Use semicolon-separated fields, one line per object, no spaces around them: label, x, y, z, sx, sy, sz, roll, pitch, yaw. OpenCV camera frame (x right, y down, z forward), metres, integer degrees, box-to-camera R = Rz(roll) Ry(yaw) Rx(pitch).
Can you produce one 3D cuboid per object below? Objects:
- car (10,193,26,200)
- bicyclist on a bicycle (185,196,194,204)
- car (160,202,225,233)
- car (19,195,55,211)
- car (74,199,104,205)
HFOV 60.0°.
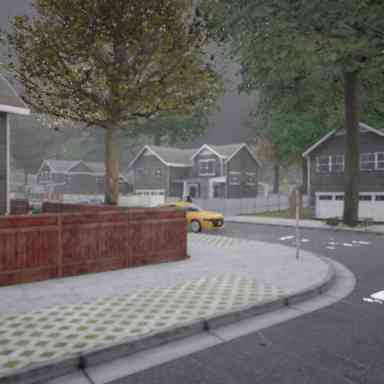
car;-23.488;0.893;44.461;4.553;1.767;2.097;1;1;42
bicyclist on a bicycle;-0.220;1.118;26.868;0.582;1.620;1.656;1;1;43
car;-0.386;1.347;19.032;5.008;1.535;1.882;1;1;43
car;-14.771;1.266;32.378;4.181;1.385;1.994;1;1;43
car;-7.405;1.285;25.540;4.902;1.511;2.128;1;1;43
